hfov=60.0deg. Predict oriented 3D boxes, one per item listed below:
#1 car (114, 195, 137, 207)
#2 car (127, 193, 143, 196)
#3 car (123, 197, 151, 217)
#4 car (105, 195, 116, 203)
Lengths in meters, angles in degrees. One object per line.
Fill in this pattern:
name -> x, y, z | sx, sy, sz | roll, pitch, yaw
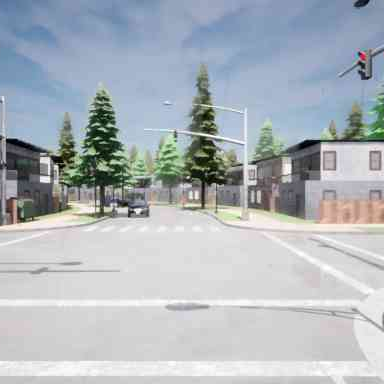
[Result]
car -> -9.849, 1.572, 49.290 | 1.895, 1.301, 4.718 | 0, 0, -24
car -> -10.401, 1.193, 58.416 | 2.150, 2.045, 5.566 | 0, 0, -36
car -> -4.844, 1.460, 30.543 | 2.128, 1.511, 4.902 | 0, 0, -7
car -> -16.518, 1.325, 66.759 | 2.097, 1.767, 4.553 | 0, 0, -45
